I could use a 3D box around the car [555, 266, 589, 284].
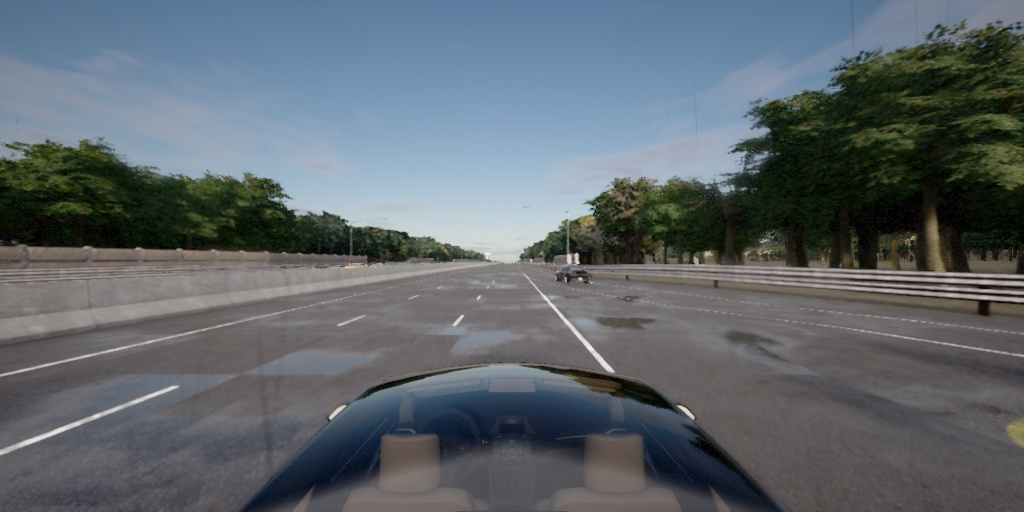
[{"bbox_3d":[5.041,1.607,30.819,1.837,1.490,4.892,-1,-1,-9],"label":"car"}]

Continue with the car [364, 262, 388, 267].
[{"bbox_3d":[-21.035,1.907,56.684,1.882,1.535,5.008,0,-1,0],"label":"car"}]

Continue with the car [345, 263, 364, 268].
[{"bbox_3d":[-24.531,1.906,56.588,1.882,1.535,5.008,0,-1,0],"label":"car"}]

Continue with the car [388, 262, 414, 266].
[{"bbox_3d":[-17.541,1.934,56.772,1.837,1.490,4.892,0,-1,0],"label":"car"}]
